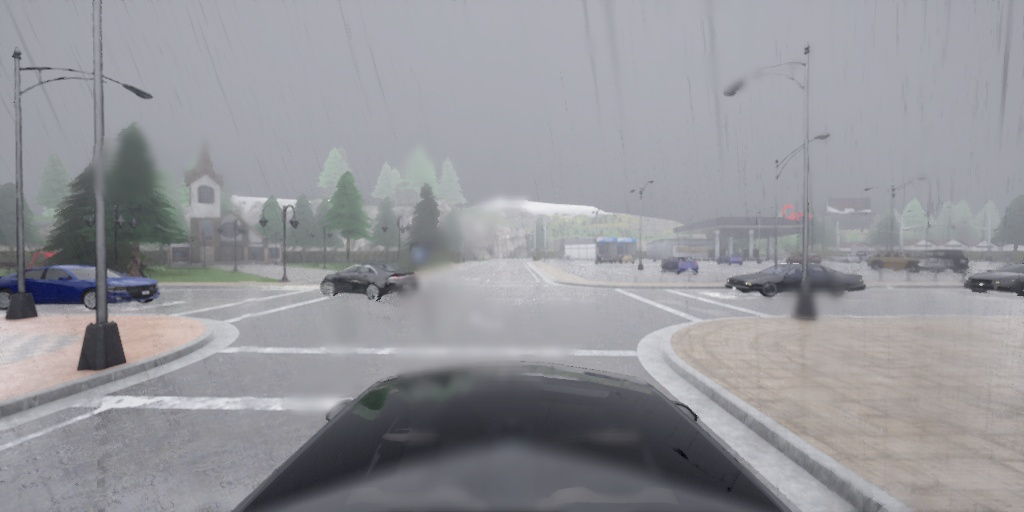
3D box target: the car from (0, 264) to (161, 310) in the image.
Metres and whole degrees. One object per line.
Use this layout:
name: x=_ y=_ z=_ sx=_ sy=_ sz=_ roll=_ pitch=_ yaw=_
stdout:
car: x=-15.912 y=1.073 z=13.162 sx=5.008 sy=1.535 sz=1.882 roll=0 pitch=1 yaw=1

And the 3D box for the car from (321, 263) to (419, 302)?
car: x=-6.279 y=1.061 z=15.662 sx=4.902 sy=1.511 sz=2.128 roll=0 pitch=0 yaw=30

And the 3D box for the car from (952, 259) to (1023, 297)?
car: x=23.774 y=1.050 z=16.314 sx=4.892 sy=1.490 sz=1.837 roll=0 pitch=1 yaw=1

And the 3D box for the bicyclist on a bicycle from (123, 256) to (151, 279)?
bicyclist on a bicycle: x=-21.715 y=0.803 z=20.724 sx=0.582 sy=1.620 sz=1.656 roll=0 pitch=1 yaw=1

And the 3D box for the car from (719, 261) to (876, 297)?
car: x=12.880 y=1.093 z=16.461 sx=5.357 sy=1.411 sz=2.033 roll=0 pitch=1 yaw=1
